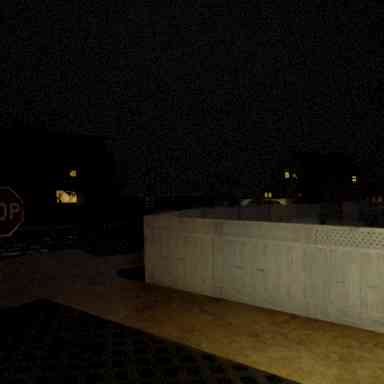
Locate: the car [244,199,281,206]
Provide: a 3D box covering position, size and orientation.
[{"bbox_3d":[4.689,1.385,24.025,4.553,1.767,2.097,0,-1,-34],"label":"car"}]
